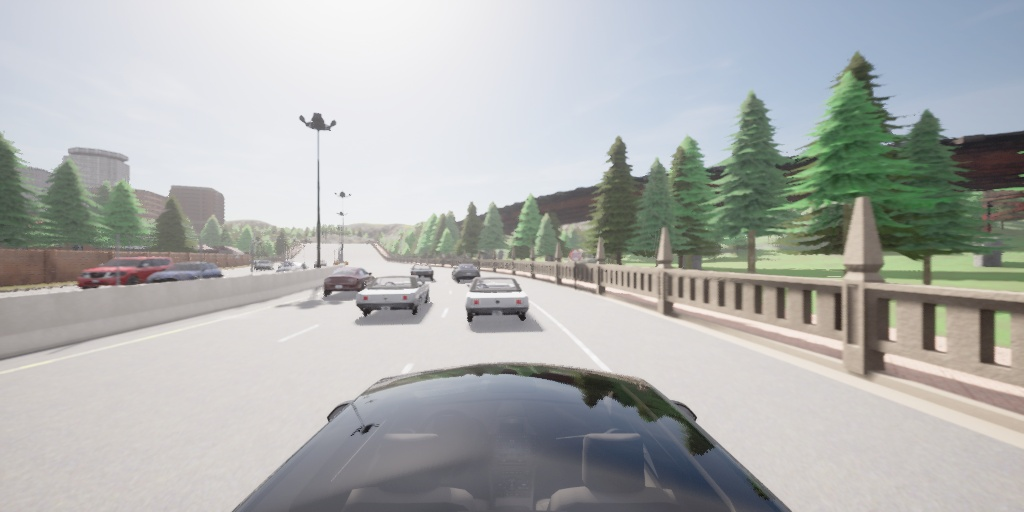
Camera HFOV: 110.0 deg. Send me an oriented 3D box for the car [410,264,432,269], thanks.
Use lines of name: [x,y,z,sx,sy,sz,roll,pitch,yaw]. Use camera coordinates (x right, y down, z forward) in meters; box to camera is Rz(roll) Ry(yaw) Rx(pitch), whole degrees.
car: [-7.882,1.385,31.122,1.895,1.301,4.718,0,0,-16]

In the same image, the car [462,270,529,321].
car: [-0.630,1.356,12.529,1.895,1.301,4.718,0,0,-6]

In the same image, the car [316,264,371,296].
car: [-8.743,1.310,19.506,1.812,1.442,4.674,0,0,-10]

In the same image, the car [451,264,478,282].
car: [-3.839,1.334,29.477,1.994,1.385,4.181,0,0,-15]

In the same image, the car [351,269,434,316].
car: [-4.274,1.369,13.629,1.895,1.301,4.718,0,0,-7]

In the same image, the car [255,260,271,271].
car: [-35.892,1.382,52.084,1.837,1.490,4.892,0,2,-26]

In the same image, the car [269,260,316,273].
car: [-19.338,1.316,31.837,2.128,1.511,4.902,0,0,-19]

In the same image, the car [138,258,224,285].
car: [-20.239,1.176,22.431,2.097,1.767,4.553,0,0,-14]

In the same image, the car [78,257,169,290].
car: [-23.832,1.060,22.623,2.150,2.045,5.566,0,0,-14]
